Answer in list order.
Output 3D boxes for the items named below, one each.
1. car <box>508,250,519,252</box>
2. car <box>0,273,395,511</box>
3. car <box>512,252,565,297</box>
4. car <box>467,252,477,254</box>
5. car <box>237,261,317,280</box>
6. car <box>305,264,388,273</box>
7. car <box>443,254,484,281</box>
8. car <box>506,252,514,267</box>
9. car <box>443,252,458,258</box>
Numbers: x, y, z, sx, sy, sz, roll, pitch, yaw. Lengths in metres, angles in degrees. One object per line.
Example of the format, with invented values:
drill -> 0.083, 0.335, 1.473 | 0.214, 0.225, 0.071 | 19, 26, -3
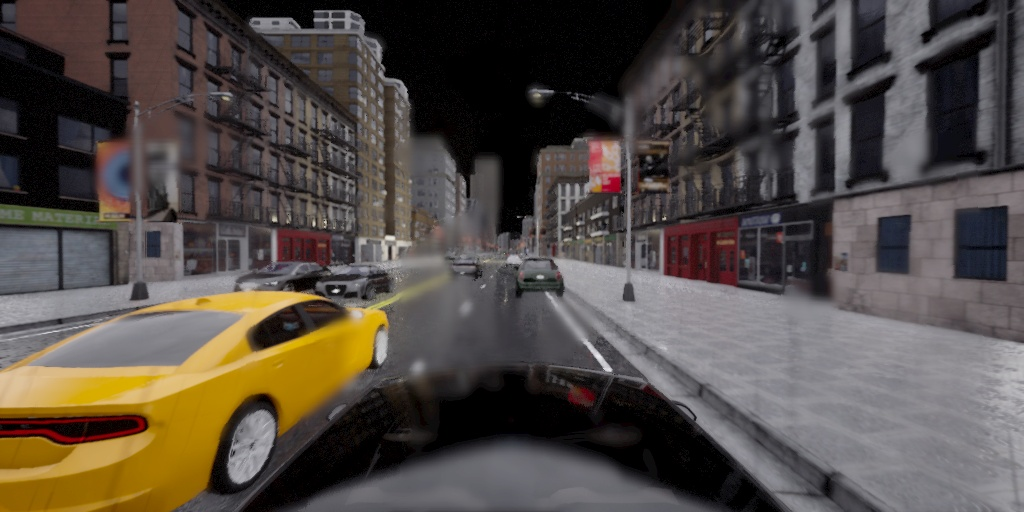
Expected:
car -> 0.172, 0.036, 56.577 | 2.150, 2.045, 5.566 | 0, 1, 0
car -> -3.141, 1.181, 4.484 | 1.882, 1.535, 5.008 | 0, 1, 0
car -> 1.184, 0.846, 16.922 | 2.097, 1.767, 4.553 | 0, 1, 0
car -> -6.380, 0.159, 56.956 | 2.097, 1.767, 4.553 | 0, 1, 1
car -> -9.804, 1.003, 15.796 | 2.128, 1.511, 4.902 | 0, 1, 0
car -> -6.557, 1.084, 15.352 | 1.994, 1.385, 4.181 | 0, 1, 0
car -> -3.078, 0.848, 24.985 | 2.128, 1.511, 4.902 | 0, 1, 0
car -> 0.202, 0.548, 44.499 | 1.812, 1.442, 4.674 | 0, 1, 0
car -> -9.625, 0.152, 57.286 | 2.097, 1.767, 4.553 | 0, 1, 1
